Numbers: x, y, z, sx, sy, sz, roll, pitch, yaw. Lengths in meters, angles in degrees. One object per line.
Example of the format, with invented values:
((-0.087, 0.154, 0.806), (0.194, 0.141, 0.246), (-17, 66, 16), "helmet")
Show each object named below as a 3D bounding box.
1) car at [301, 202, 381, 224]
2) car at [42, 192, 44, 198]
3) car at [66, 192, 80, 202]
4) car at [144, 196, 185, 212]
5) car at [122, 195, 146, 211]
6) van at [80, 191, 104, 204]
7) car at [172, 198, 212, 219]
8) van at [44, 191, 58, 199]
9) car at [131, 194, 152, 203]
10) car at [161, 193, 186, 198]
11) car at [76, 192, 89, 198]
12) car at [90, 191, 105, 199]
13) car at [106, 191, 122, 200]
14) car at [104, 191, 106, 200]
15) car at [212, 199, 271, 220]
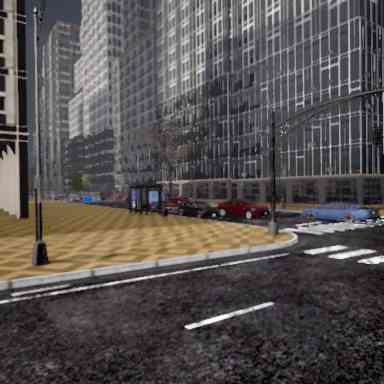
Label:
((10.487, 1.388, 23.830), (2.033, 1.411, 5.357), (-1, 1, -33), "car")
((-34.652, 0.713, 79.537), (1.967, 1.590, 4.097), (0, 1, -34), "car")
((-21.831, 1.040, 60.765), (2.008, 1.369, 4.403), (0, 1, -34), "car")
((-2.691, 1.388, 32.544), (1.802, 1.307, 4.206), (-1, 1, -34), "car")
((-5.848, 1.320, 37.270), (1.947, 1.339, 4.313), (-1, 1, -34), "car")
((-15.419, 0.937, 51.376), (1.690, 1.788, 3.998), (-1, 1, -34), "van")
((0.501, 1.424, 27.839), (1.947, 1.339, 4.313), (-1, 1, -34), "car")
((-31.447, 0.668, 74.843), (1.690, 1.788, 3.998), (0, 1, -34), "van")
((-8.499, 1.040, 56.103), (1.802, 1.307, 4.206), (-1, 1, -34), "car")
((-1.238, 1.227, 35.193), (1.882, 1.535, 5.008), (-1, 1, -34), "car")
((-27.732, 0.685, 84.263), (2.008, 1.369, 4.403), (-1, 1, -34), "car")
((-21.321, 0.683, 74.875), (1.967, 1.590, 4.097), (-1, 1, -34), "car")
((-14.910, 0.933, 65.491), (1.802, 1.307, 4.206), (-1, 1, -34), "car")
((-18.116, 0.612, 70.181), (2.192, 1.841, 5.009), (-1, 1, -34), "car")
((4.182, 1.314, 27.255), (1.882, 1.535, 5.008), (-1, 1, -34), "car")
